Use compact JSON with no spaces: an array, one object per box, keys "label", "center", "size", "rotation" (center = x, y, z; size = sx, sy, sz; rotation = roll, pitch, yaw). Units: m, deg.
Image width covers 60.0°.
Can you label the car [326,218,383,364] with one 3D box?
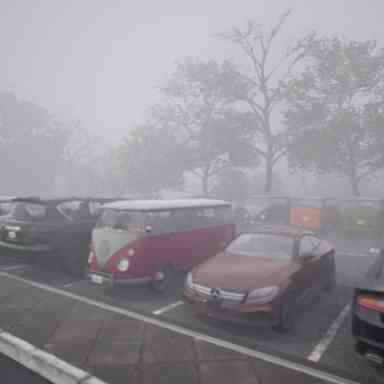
[{"label":"car","center":[3.949,1.477,5.404],"size":[2.097,1.535,5.008],"rotation":[1,0,36]}]

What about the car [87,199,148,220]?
[{"label":"car","center":[-6.337,1.431,28.848],"size":[2.231,1.521,4.892],"rotation":[0,0,36]}]

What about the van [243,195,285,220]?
[{"label":"van","center":[4.740,1.156,20.786],"size":[1.878,1.987,4.442],"rotation":[0,0,36]}]

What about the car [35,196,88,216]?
[{"label":"car","center":[-13.112,1.343,33.664],"size":[2.185,1.767,4.553],"rotation":[0,0,36]}]

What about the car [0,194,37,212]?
[{"label":"car","center":[-22.086,1.277,40.159],"size":[2.435,2.045,5.566],"rotation":[-1,0,36]}]

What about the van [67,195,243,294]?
[{"label":"van","center":[-0.629,1.188,8.543],"size":[1.878,1.987,4.442],"rotation":[1,0,36]}]

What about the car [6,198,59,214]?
[{"label":"car","center":[-17.603,1.496,36.909],"size":[2.231,1.521,4.892],"rotation":[0,0,36]}]

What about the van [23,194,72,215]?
[{"label":"van","center":[-15.279,1.256,35.397],"size":[1.878,1.987,4.442],"rotation":[0,0,36]}]

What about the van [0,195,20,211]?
[{"label":"van","center":[-24.386,1.333,41.915],"size":[1.878,1.987,4.442],"rotation":[-1,0,36]}]

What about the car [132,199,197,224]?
[{"label":"car","center":[-1.935,1.401,25.478],"size":[1.946,1.575,5.366],"rotation":[0,0,36]}]

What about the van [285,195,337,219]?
[{"label":"van","center":[7.236,1.189,19.286],"size":[1.878,1.987,4.442],"rotation":[1,0,36]}]

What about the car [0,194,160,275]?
[{"label":"car","center":[-2.802,1.131,10.276],"size":[2.435,2.045,5.566],"rotation":[1,0,36]}]

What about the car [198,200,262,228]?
[{"label":"car","center":[2.679,1.378,22.410],"size":[2.097,1.535,5.008],"rotation":[0,0,36]}]

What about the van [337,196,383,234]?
[{"label":"van","center":[9.387,1.219,17.747],"size":[1.878,1.987,4.442],"rotation":[1,0,36]}]

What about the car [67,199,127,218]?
[{"label":"car","center":[-8.590,1.443,30.461],"size":[2.097,1.535,5.008],"rotation":[0,0,36]}]

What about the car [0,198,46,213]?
[{"label":"car","center":[-19.957,1.507,38.374],"size":[1.946,1.575,5.366],"rotation":[0,0,36]}]

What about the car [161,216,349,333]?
[{"label":"car","center":[1.696,1.486,7.027],"size":[2.002,1.452,4.674],"rotation":[1,0,36]}]

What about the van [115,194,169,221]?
[{"label":"van","center":[-4.014,1.192,27.337],"size":[1.878,1.987,4.442],"rotation":[0,0,36]}]

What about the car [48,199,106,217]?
[{"label":"car","center":[-10.945,1.457,32.146],"size":[2.097,1.535,5.008],"rotation":[0,0,36]}]
